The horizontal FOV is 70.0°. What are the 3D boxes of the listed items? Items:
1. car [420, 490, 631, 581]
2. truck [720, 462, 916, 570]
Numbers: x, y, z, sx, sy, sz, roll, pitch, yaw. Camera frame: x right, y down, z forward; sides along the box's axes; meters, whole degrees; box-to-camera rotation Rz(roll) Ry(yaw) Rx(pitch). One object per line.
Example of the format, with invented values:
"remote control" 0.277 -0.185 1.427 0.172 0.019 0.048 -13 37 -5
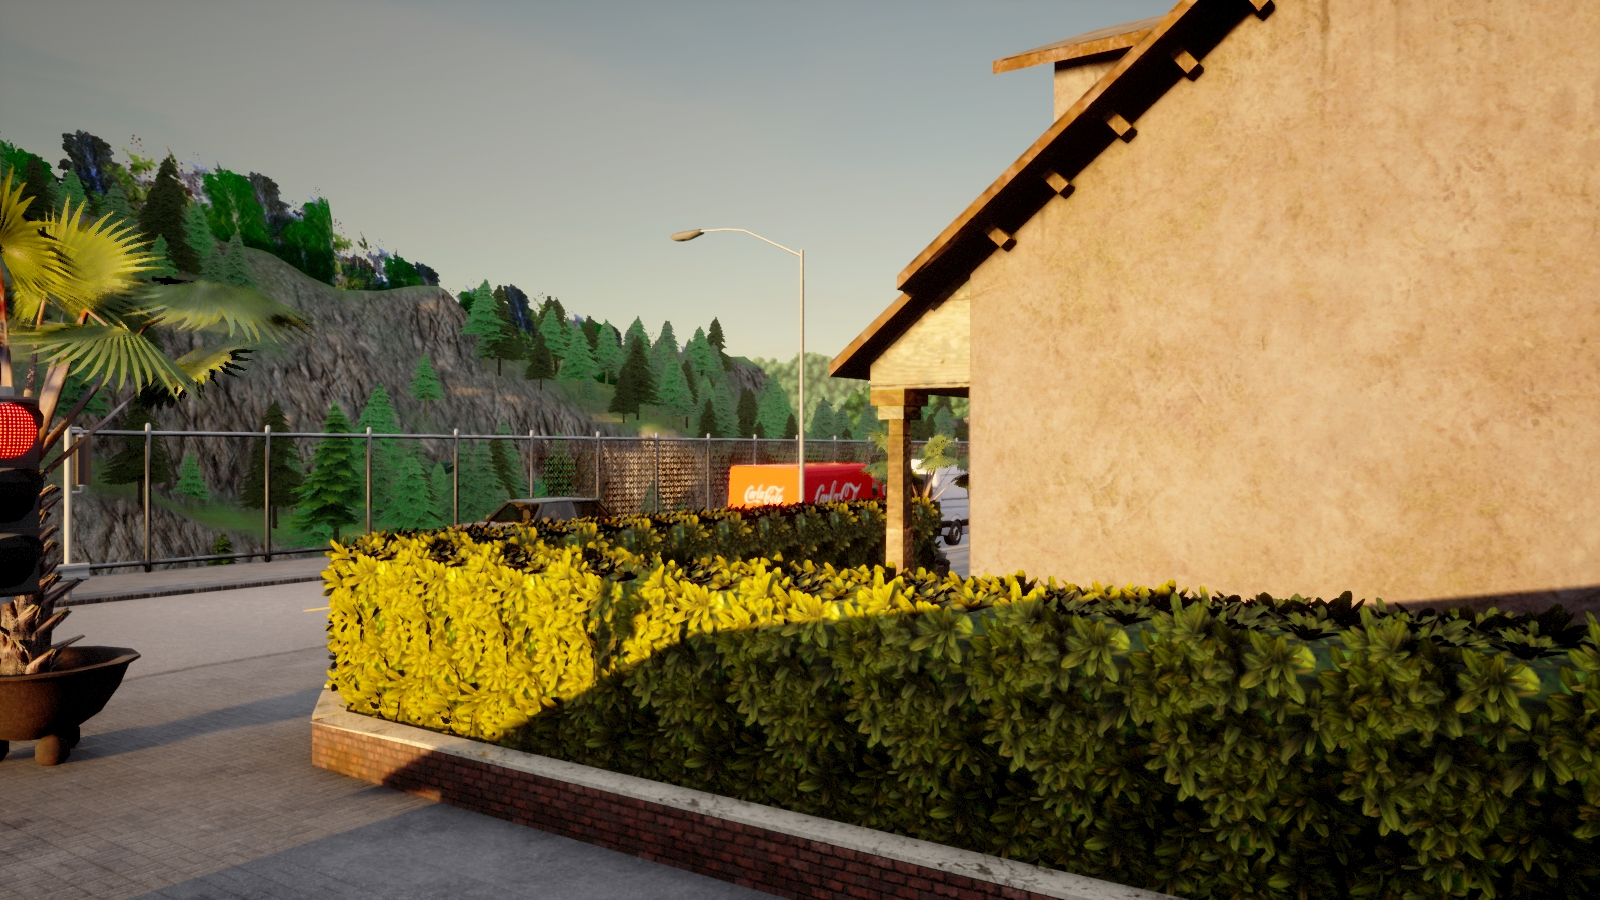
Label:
"car" -6.312 1.906 26.765 2.097 1.767 4.553 0 0 35
"truck" 0.584 1.568 29.600 2.627 2.467 5.204 0 0 35
